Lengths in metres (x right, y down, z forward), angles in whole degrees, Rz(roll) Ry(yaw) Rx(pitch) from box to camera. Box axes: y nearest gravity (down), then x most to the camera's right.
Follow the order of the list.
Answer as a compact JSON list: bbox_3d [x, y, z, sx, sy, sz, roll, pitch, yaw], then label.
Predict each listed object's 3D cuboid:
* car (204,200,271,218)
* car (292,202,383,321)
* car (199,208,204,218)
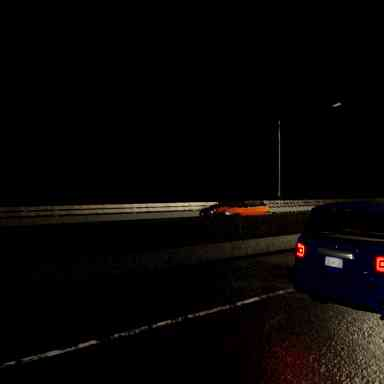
[{"bbox_3d":[3.500,1.346,23.686,4.553,1.767,2.097,0,0,-35],"label":"car"},{"bbox_3d":[4.452,1.219,6.917,5.566,2.045,2.150,0,0,-36],"label":"car"},{"bbox_3d":[2.792,1.499,27.480,4.892,1.490,1.837,0,0,-36],"label":"car"}]
